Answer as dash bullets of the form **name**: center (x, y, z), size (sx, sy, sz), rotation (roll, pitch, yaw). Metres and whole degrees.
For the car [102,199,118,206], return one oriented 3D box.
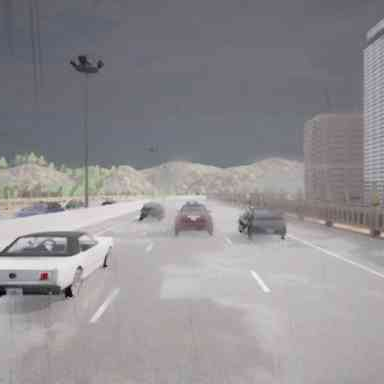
- **car**: center (-14.641, 1.950, 59.422), size (1.895, 1.301, 4.718), rotation (0, 0, -2)

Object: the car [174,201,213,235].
- **car**: center (0.095, 1.466, 19.680), size (2.097, 1.767, 4.553), rotation (0, 0, 0)

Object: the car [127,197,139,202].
- **car**: center (-11.289, 1.567, 64.554), size (1.882, 1.535, 5.008), rotation (0, 0, -2)

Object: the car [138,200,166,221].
- **car**: center (-3.413, 1.673, 29.219), size (1.837, 1.490, 4.892), rotation (0, 0, 0)

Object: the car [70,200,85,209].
- **car**: center (-17.934, 1.862, 51.644), size (1.994, 1.385, 4.181), rotation (0, 0, -1)

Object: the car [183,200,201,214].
- **car**: center (-0.031, 1.782, 40.723), size (2.033, 1.411, 5.357), rotation (0, 0, -1)

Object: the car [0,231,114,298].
- **car**: center (-3.409, 1.651, 8.617), size (1.895, 1.301, 4.718), rotation (0, 0, 0)

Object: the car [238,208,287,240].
- **car**: center (3.595, 1.594, 17.664), size (2.128, 1.511, 4.902), rotation (0, 0, 0)

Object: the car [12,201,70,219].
- **car**: center (-10.602, 1.486, 23.290), size (2.097, 1.767, 4.553), rotation (0, 0, 0)
